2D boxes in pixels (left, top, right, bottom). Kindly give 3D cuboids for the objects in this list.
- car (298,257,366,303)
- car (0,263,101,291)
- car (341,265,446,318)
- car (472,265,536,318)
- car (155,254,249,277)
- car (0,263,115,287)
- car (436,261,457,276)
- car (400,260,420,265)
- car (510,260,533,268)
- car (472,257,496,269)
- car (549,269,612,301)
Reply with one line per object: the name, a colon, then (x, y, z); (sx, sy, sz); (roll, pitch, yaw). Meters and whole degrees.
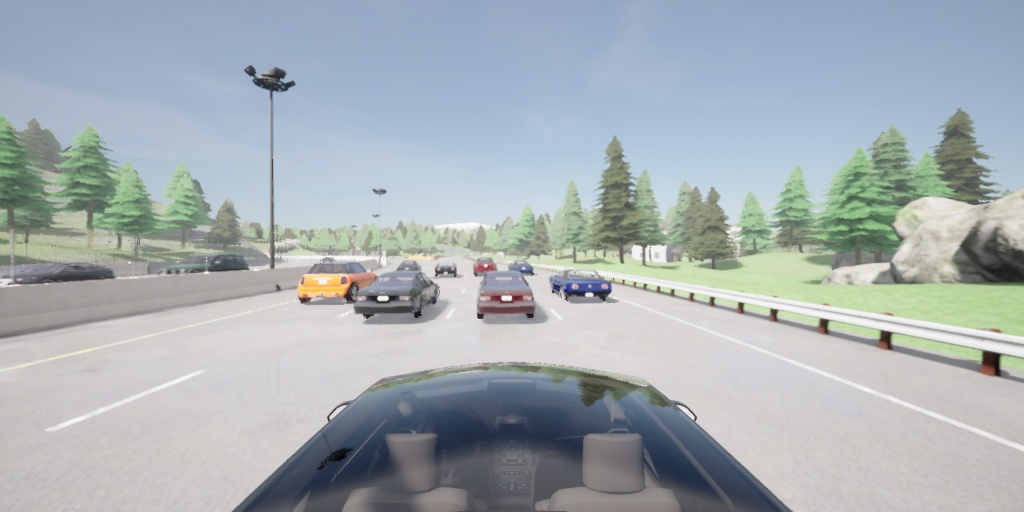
car: (-7.595, 1.016, 16.206); (2.097, 1.767, 4.553); (0, 0, -4)
car: (-29.375, 1.206, 22.222); (2.033, 1.411, 5.357); (0, 0, -7)
car: (-3.800, 1.228, 12.650); (2.033, 1.411, 5.357); (0, 0, -3)
car: (-0.294, 1.223, 12.635); (2.033, 1.411, 5.357); (0, 0, -3)
car: (-18.841, 0.864, 22.250); (2.150, 2.045, 5.566); (0, 0, -7)
car: (-25.704, 1.157, 20.398); (2.128, 1.511, 4.902); (0, 0, -6)
car: (-5.982, 1.147, 32.716); (1.895, 1.301, 4.718); (0, 0, -9)
car: (-9.869, 1.104, 34.678); (1.994, 1.385, 4.181); (0, 0, -9)
car: (0.760, 1.085, 34.708); (1.994, 1.385, 4.181); (0, 0, -9)
car: (-2.662, 0.885, 33.920); (2.097, 1.767, 4.553); (0, 0, -9)
car: (2.939, 1.244, 16.549); (1.895, 1.301, 4.718); (0, 0, -4)
